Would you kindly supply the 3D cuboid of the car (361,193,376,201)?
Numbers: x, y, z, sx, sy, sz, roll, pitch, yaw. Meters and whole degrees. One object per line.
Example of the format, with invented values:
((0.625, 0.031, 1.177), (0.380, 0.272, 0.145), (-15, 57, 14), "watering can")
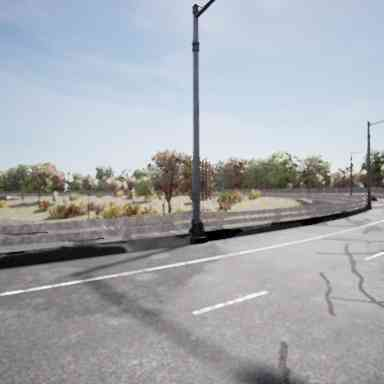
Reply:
((38.354, 1.052, 72.725), (2.097, 1.767, 4.553), (0, 0, 9), "car")
